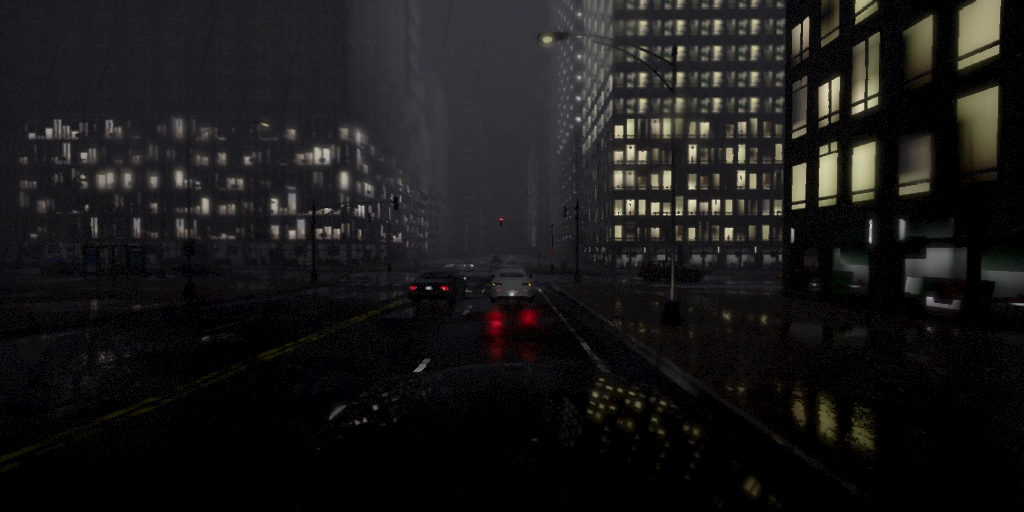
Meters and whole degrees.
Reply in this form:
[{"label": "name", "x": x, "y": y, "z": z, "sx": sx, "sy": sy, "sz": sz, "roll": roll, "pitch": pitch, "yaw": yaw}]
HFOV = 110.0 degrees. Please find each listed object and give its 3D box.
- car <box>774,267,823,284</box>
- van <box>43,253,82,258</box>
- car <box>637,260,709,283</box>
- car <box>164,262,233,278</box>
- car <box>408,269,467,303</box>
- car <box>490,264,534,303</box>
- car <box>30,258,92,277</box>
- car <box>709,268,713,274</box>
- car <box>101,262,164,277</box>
[{"label": "car", "x": 24.392, "y": 1.578, "z": 29.454, "sx": 4.829, "sy": 1.417, "sz": 1.751, "roll": 0, "pitch": 0, "yaw": 1}, {"label": "van", "x": -48.537, "y": 0.604, "z": 39.146, "sx": 3.998, "sy": 1.789, "sz": 1.690, "roll": 0, "pitch": 0, "yaw": 1}, {"label": "car", "x": 12.943, "y": 1.268, "z": 29.651, "sx": 5.009, "sy": 1.841, "sz": 2.192, "roll": 0, "pitch": 0, "yaw": 1}, {"label": "car", "x": -25.981, "y": 1.173, "z": 30.179, "sx": 4.313, "sy": 1.339, "sz": 1.948, "roll": 0, "pitch": 0, "yaw": 1}, {"label": "car", "x": -3.250, "y": 1.305, "z": 16.502, "sx": 2.033, "sy": 1.411, "sz": 5.357, "roll": 0, "pitch": 0, "yaw": 0}, {"label": "car", "x": 0.000, "y": 1.275, "z": 16.502, "sx": 1.812, "sy": 1.442, "sz": 4.674, "roll": 0, "pitch": 0, "yaw": 0}, {"label": "car", "x": -37.346, "y": 1.068, "z": 30.485, "sx": 4.313, "sy": 1.339, "sz": 1.948, "roll": 0, "pitch": 0, "yaw": 1}, {"label": "car", "x": 18.554, "y": 1.394, "z": 37.936, "sx": 4.829, "sy": 1.417, "sz": 1.751, "roll": 0, "pitch": 0, "yaw": 1}, {"label": "car", "x": -31.665, "y": 1.137, "z": 30.312, "sx": 4.207, "sy": 1.307, "sz": 1.802, "roll": 0, "pitch": 0, "yaw": 1}]
